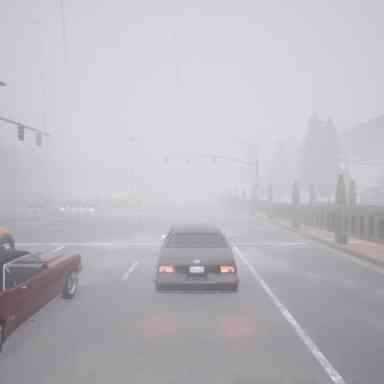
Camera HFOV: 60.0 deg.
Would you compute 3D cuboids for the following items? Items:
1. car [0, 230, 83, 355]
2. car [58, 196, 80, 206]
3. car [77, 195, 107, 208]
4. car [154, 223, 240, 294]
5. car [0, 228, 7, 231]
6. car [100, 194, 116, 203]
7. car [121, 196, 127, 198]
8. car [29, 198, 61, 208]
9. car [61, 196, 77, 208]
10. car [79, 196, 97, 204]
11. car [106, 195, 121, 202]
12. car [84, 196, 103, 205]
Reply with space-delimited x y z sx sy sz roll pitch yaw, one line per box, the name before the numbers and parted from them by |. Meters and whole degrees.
car | -3.404 1.601 5.496 1.895 1.301 4.718 0 0 0
car | -21.117 1.478 57.269 1.882 1.535 5.008 0 0 0
car | -14.136 1.547 47.286 2.033 1.411 5.357 0 0 0
car | 0.093 1.547 8.951 2.033 1.411 5.357 0 0 0
car | -6.907 1.352 9.161 2.097 1.767 4.553 0 0 0
car | -17.556 1.355 69.743 2.097 1.767 4.553 0 0 0
car | -14.056 1.491 67.802 2.128 1.511 4.902 0 0 0
car | -21.136 1.547 47.398 2.033 1.411 5.357 0 0 0
car | -17.619 1.526 49.410 1.812 1.442 4.674 0 0 0
car | -21.054 1.525 67.609 2.128 1.511 4.902 0 0 0
car | -14.121 1.601 57.358 1.895 1.301 4.718 0 0 0
car | -17.612 1.478 59.445 1.882 1.535 5.008 0 0 1
